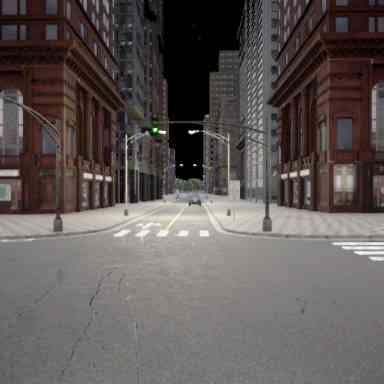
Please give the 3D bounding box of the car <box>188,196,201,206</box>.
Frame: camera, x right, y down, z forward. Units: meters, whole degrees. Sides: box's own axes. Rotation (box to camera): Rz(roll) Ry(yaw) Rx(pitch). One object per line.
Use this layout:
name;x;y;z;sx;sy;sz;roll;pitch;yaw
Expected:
car;0.491;1.476;56.265;2.097;1.767;4.553;0;0;1
